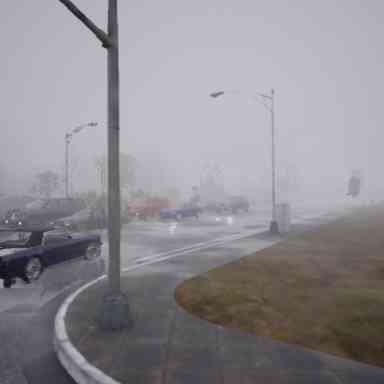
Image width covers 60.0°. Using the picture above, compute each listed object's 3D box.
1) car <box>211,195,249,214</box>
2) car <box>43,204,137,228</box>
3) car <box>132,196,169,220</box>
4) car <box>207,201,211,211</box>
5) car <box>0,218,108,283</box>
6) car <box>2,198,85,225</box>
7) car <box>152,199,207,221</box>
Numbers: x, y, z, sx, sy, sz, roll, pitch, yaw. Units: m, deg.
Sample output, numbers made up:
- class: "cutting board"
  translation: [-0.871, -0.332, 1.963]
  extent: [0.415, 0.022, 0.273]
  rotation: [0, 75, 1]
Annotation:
- class: "car"
  translation: [4.746, 1.402, 38.381]
  extent: [2.150, 2.045, 5.566]
  rotation: [-1, 0, 32]
- class: "car"
  translation: [-6.213, 1.716, 21.034]
  extent: [2.033, 1.411, 5.357]
  rotation: [-1, 0, 32]
- class: "car"
  translation: [-4.098, 1.430, 30.945]
  extent: [2.150, 2.045, 5.566]
  rotation: [-1, 0, 32]
- class: "car"
  translation: [1.590, 1.762, 39.934]
  extent: [2.033, 1.411, 5.357]
  rotation: [-1, 0, 32]
- class: "car"
  translation: [-4.604, 1.694, 10.083]
  extent: [1.895, 1.301, 4.718]
  rotation: [-1, 0, 14]
- class: "car"
  translation: [-9.575, 1.425, 22.269]
  extent: [2.150, 2.045, 5.566]
  rotation: [-1, 0, 32]
- class: "car"
  translation: [-0.975, 1.652, 29.330]
  extent: [1.882, 1.535, 5.008]
  rotation: [-1, 0, 32]
